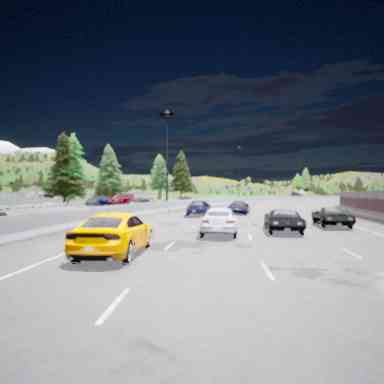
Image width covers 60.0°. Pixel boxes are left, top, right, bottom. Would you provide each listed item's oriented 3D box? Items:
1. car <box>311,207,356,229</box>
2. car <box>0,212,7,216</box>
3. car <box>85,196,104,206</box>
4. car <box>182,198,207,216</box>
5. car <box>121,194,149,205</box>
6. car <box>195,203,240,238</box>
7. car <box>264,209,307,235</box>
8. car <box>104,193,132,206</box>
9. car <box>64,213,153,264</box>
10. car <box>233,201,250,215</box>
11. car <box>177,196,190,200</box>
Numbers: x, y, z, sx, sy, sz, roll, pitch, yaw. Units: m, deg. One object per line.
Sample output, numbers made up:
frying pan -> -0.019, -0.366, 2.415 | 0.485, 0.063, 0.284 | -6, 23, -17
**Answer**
car -> 9.255, 1.648, 22.161 | 1.895, 1.301, 4.718 | 0, 0, 10
car -> -12.731, 1.531, 18.635 | 2.033, 1.411, 5.357 | 0, 0, 7
car -> -15.067, 1.363, 53.289 | 2.097, 1.767, 4.553 | 0, 0, 20
car -> 0.712, 1.559, 32.264 | 1.812, 1.442, 4.674 | 0, 0, 14
car -> -8.321, 1.520, 51.400 | 2.128, 1.511, 4.902 | 0, 0, 20
car -> 1.489, 1.547, 17.692 | 1.812, 1.442, 4.674 | 0, 0, 8
car -> 5.202, 1.634, 19.156 | 1.895, 1.301, 4.718 | 0, 0, 8
car -> -11.205, 1.242, 53.762 | 2.150, 2.045, 5.566 | 0, 0, 21
car -> -2.712, 1.482, 11.911 | 1.882, 1.535, 5.008 | 0, 0, 5
car -> 4.931, 1.612, 34.619 | 1.994, 1.385, 4.181 | 0, 0, 15
car -> -1.522, 1.556, 59.106 | 1.837, 1.490, 4.892 | 0, 0, 23
